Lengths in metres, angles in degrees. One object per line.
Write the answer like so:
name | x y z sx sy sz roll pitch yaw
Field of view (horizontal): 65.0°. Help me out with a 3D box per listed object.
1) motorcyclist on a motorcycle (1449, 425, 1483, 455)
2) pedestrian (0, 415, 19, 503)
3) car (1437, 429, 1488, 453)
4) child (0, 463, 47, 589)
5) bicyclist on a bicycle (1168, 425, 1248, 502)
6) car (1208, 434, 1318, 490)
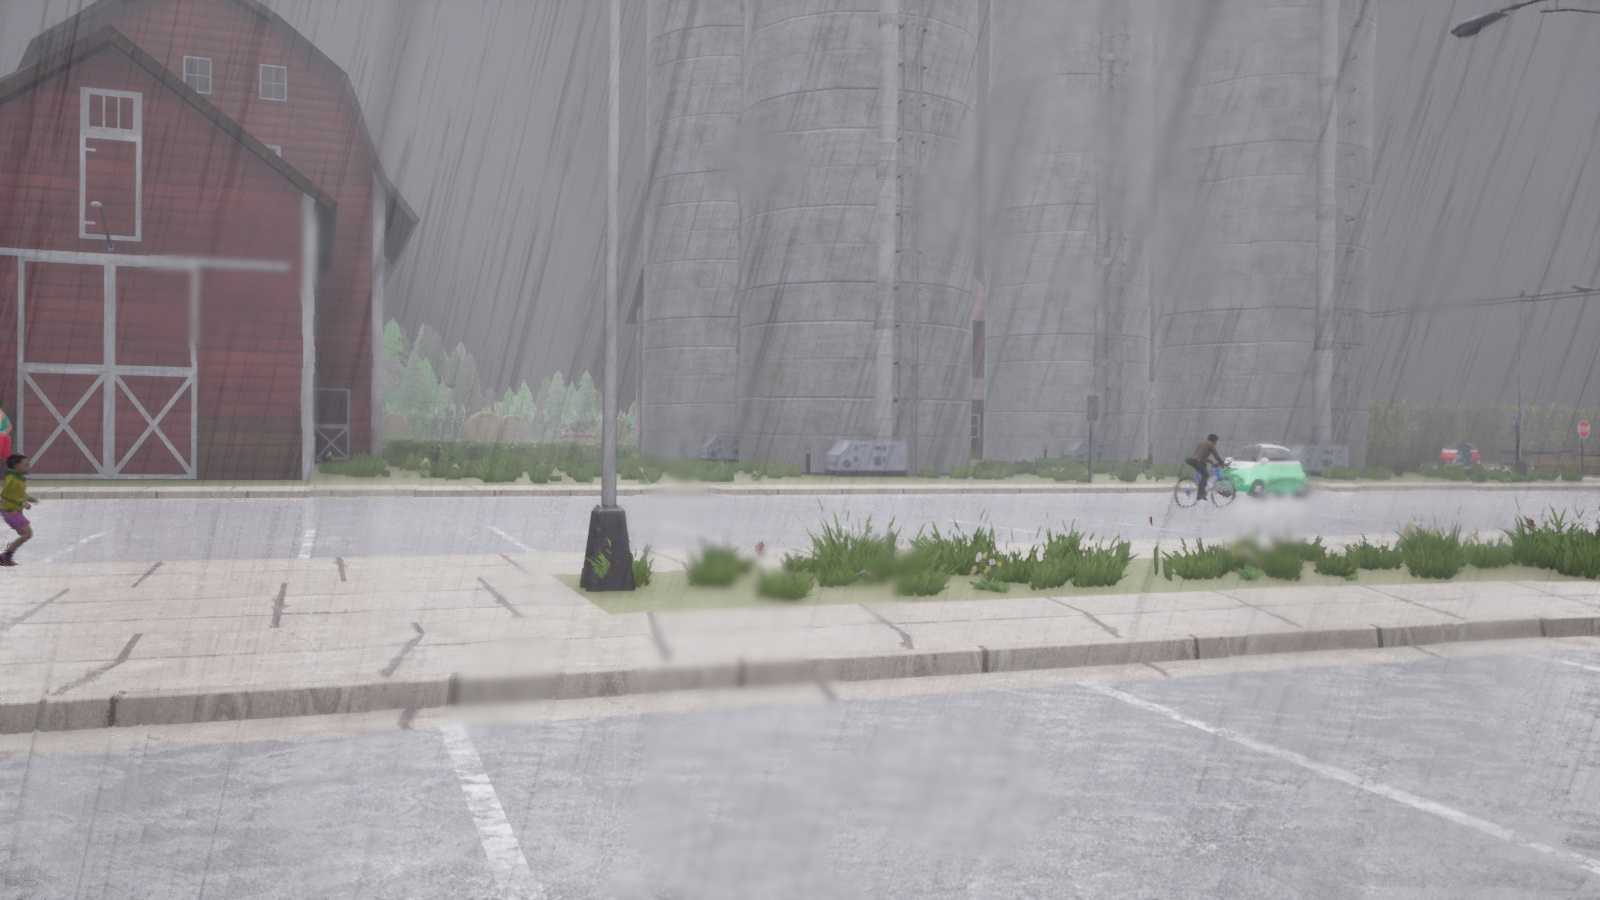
motorcyclist on a motorcycle | 36.107 -0.544 68.066 1.817 1.590 0.866 -1 1 -34
pedestrian | -16.814 0.184 26.428 0.594 1.836 0.345 -1 1 -27
car | 38.583 -0.539 73.148 2.207 1.376 1.481 0 1 -20
child | -7.430 0.714 11.866 0.473 1.160 0.299 -1 1 -21
bicyclist on a bicycle | 8.795 0.279 27.064 1.656 1.620 0.582 0 1 -21
car | 11.781 0.285 31.996 2.207 1.376 1.481 0 1 -21
